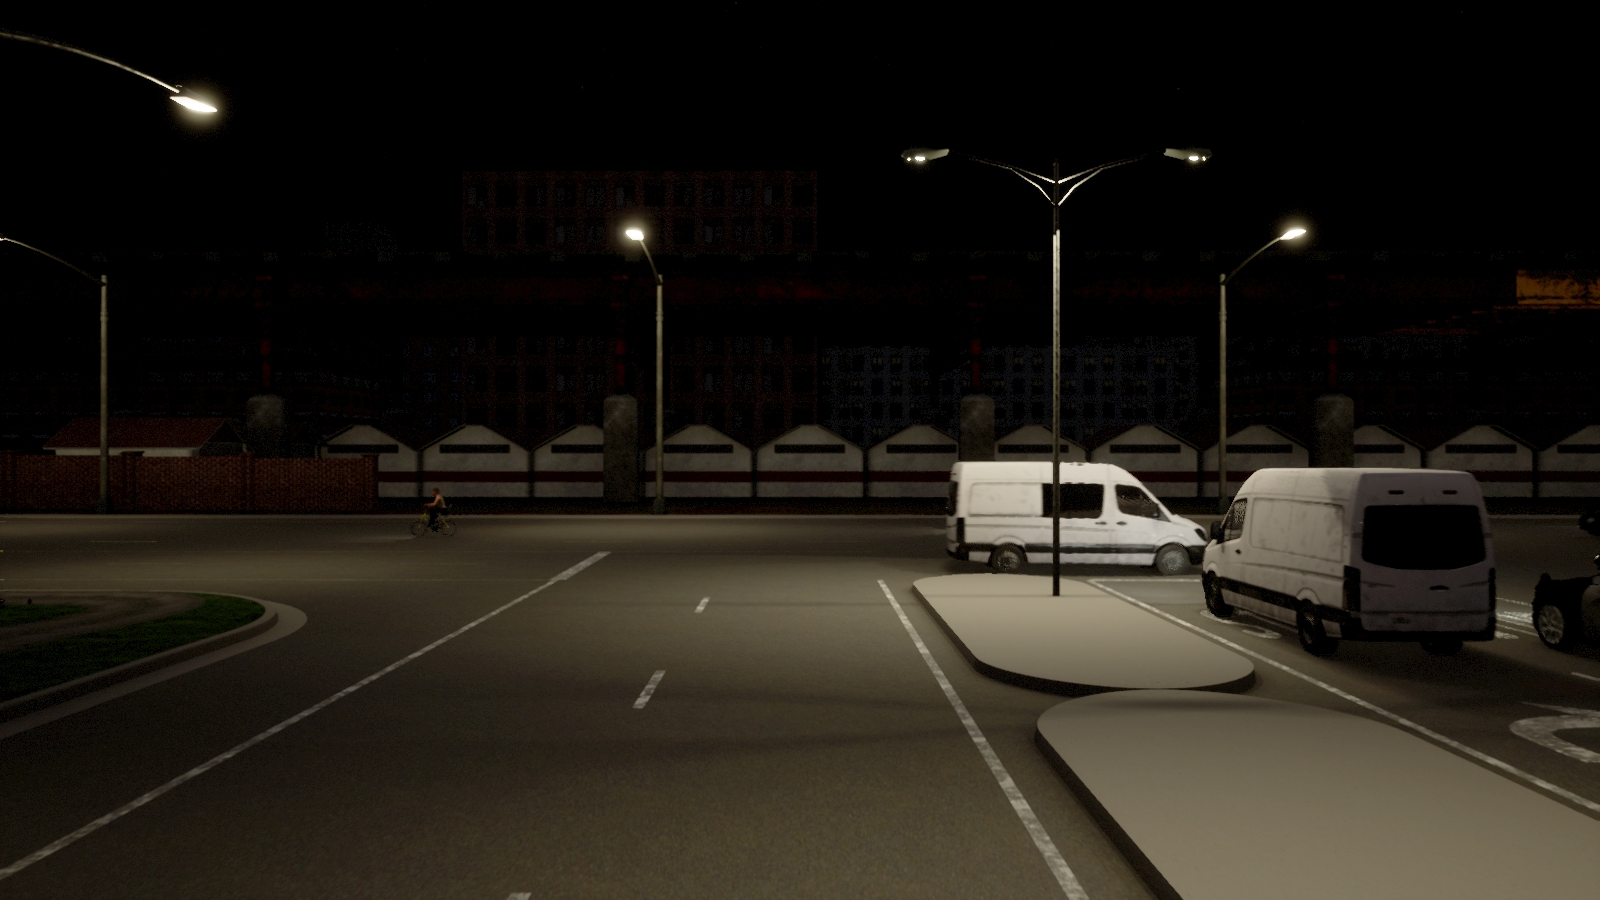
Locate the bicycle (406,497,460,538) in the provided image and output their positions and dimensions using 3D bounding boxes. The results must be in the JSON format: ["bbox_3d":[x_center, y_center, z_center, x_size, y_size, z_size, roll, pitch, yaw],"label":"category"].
[{"bbox_3d":[-11.869,2.177,36.999,1.487,1.301,0.859,0,0,0],"label":"bicycle"}]

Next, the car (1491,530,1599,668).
[{"bbox_3d":[11.377,1.995,14.458,2.097,1.638,5.238,0,0,0],"label":"car"}]

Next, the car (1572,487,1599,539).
[{"bbox_3d":[27.510,2.031,36.852,3.988,1.617,1.851,0,0,1],"label":"car"}]

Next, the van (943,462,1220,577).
[{"bbox_3d":[6.390,1.557,26.443,5.915,2.561,1.988,0,0,0],"label":"van"}]

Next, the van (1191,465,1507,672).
[{"bbox_3d":[7.992,1.550,17.486,1.988,2.561,5.915,0,0,0],"label":"van"}]
